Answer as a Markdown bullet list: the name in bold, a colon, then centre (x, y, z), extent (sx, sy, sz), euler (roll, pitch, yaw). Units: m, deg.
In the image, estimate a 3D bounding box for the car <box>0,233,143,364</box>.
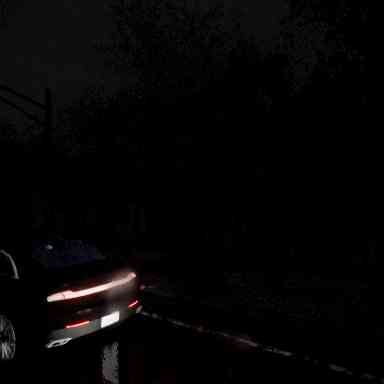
- **car**: centre (-3.069, 1.491, 5.864), extent (4.902, 1.511, 2.128), euler (0, 0, 35)
